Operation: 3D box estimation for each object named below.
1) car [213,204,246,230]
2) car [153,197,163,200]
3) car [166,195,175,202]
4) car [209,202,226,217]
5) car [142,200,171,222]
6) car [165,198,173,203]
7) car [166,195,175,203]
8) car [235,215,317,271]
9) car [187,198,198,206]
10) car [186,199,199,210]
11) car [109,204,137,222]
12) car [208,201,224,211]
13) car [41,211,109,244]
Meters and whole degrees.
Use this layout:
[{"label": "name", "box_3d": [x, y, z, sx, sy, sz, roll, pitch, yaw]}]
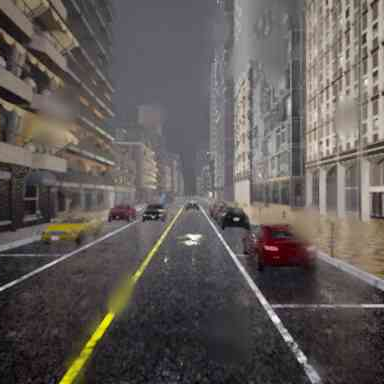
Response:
[{"label": "car", "box_3d": [2.674, 1.687, 22.097, 1.947, 1.339, 4.313, 0, 0, 0]}, {"label": "car", "box_3d": [-5.728, 1.852, 50.334, 1.947, 1.339, 4.313, 0, 0, 0]}, {"label": "car", "box_3d": [-5.758, 1.843, 89.875, 2.192, 1.841, 5.009, 0, 0, 0]}, {"label": "car", "box_3d": [2.669, 1.736, 27.747, 1.802, 1.307, 4.206, 0, 0, 0]}, {"label": "car", "box_3d": [-3.021, 1.715, 27.889, 1.837, 1.490, 4.892, 0, 0, 0]}, {"label": "car", "box_3d": [-5.753, 2.073, 84.225, 1.802, 1.307, 4.206, 0, 0, 0]}, {"label": "car", "box_3d": [-5.749, 2.037, 78.576, 1.802, 1.307, 4.206, 0, 0, 0]}, {"label": "car", "box_3d": [2.682, 1.640, 10.800, 1.802, 1.307, 4.206, 0, 0, 0]}, {"label": "car", "box_3d": [0.054, 1.926, 63.546, 1.994, 1.385, 4.181, 0, -1, 0]}, {"label": "car", "box_3d": [0.067, 1.816, 47.496, 2.033, 1.411, 5.357, 0, 0, 0]}, {"label": "car", "box_3d": [-5.710, 1.699, 27.741, 1.887, 1.381, 4.507, 0, 0, 0]}, {"label": "car", "box_3d": [2.666, 1.627, 33.395, 1.967, 1.590, 4.097, 0, 0, 0]}, {"label": "car", "box_3d": [-5.702, 1.614, 16.273, 1.752, 1.417, 4.829, 0, 0, 0]}]
